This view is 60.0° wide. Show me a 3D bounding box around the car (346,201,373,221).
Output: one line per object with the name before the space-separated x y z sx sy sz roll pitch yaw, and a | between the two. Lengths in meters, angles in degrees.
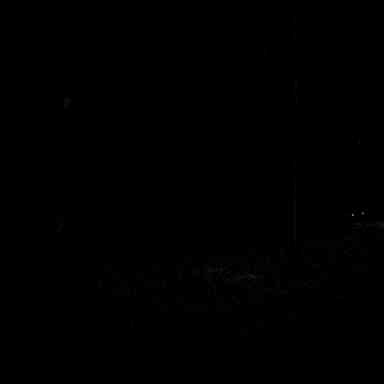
car | 10.919 1.208 26.618 2.150 2.045 5.566 0 0 -35

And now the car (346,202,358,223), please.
car | 9.380 1.539 24.398 1.947 1.339 4.313 0 0 -35

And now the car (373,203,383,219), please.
car | 15.918 1.580 29.054 1.947 1.339 4.313 0 0 -35
